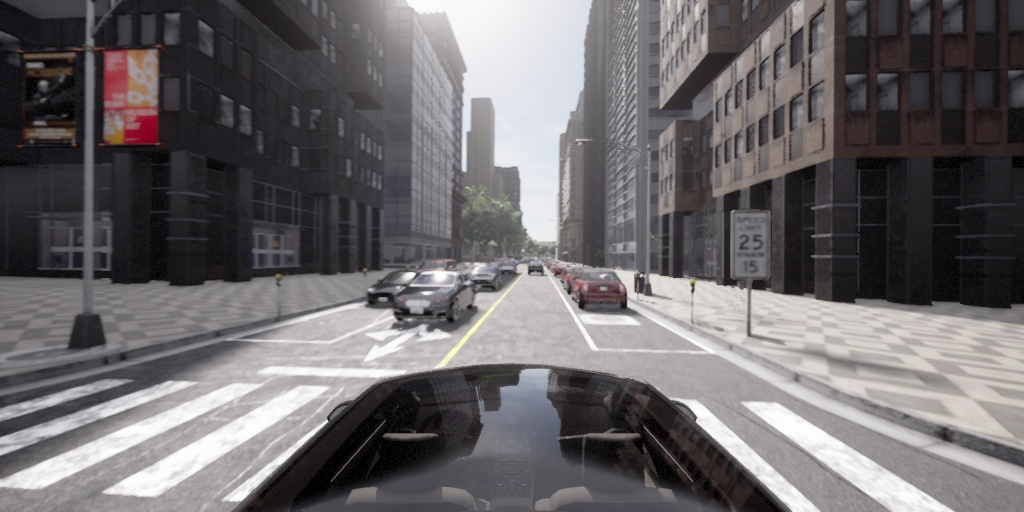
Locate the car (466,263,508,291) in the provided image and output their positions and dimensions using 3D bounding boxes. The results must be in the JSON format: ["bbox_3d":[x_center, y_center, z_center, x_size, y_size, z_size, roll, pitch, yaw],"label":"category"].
[{"bbox_3d":[-1.699,1.360,23.066,2.033,1.411,5.357,0,0,4],"label":"car"}]

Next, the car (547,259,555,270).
[{"bbox_3d":[5.978,1.495,48.195,1.751,1.417,4.829,0,0,4],"label":"car"}]

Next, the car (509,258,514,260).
[{"bbox_3d":[-1.366,1.293,64.884,2.192,1.841,5.009,0,0,4],"label":"car"}]

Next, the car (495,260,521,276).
[{"bbox_3d":[-0.412,1.434,40.391,2.033,1.411,5.357,0,0,5],"label":"car"}]

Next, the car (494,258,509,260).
[{"bbox_3d":[-2.146,1.241,54.060,2.192,1.841,5.009,0,0,4],"label":"car"}]

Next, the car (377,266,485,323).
[{"bbox_3d":[-2.466,1.261,12.404,2.128,1.511,4.902,0,0,4],"label":"car"}]

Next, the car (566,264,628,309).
[{"bbox_3d":[3.624,1.271,15.561,1.967,1.591,4.097,0,0,4],"label":"car"}]

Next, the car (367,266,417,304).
[{"bbox_3d":[-4.879,1.328,16.177,1.948,1.339,4.313,0,0,4],"label":"car"}]

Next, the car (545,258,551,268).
[{"bbox_3d":[6.746,1.461,58.847,1.967,1.591,4.097,0,0,4],"label":"car"}]

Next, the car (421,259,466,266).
[{"bbox_3d":[-4.489,1.099,21.589,2.192,1.841,5.009,0,0,4],"label":"car"}]

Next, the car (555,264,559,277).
[{"bbox_3d":[4.404,1.458,26.382,1.802,1.307,4.207,0,0,4],"label":"car"}]

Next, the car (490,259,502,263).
[{"bbox_3d":[-2.537,1.483,48.649,1.802,1.307,4.207,0,0,4],"label":"car"}]

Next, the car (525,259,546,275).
[{"bbox_3d":[2.758,1.424,41.873,1.837,1.490,4.892,0,0,4],"label":"car"}]

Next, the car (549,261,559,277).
[{"bbox_3d":[5.185,1.467,37.204,1.888,1.381,4.507,0,0,4],"label":"car"}]

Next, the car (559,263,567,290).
[{"bbox_3d":[4.014,1.293,20.972,1.967,1.591,4.097,0,0,4],"label":"car"}]
